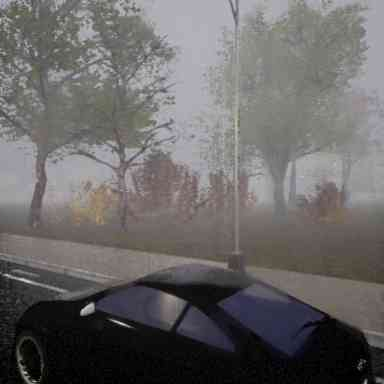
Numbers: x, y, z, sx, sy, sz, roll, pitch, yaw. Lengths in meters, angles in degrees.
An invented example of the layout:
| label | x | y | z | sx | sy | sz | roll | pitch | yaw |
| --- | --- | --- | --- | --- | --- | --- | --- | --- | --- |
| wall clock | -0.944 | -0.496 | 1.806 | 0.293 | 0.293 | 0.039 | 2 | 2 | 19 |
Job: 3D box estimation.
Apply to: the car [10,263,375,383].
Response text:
| label | x | y | z | sx | sy | sz | roll | pitch | yaw |
| --- | --- | --- | --- | --- | --- | --- | --- | --- | --- |
| car | -0.253 | 1.577 | 3.862 | 4.181 | 1.385 | 1.994 | 0 | 0 | 35 |
